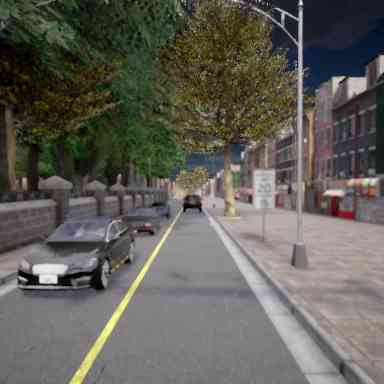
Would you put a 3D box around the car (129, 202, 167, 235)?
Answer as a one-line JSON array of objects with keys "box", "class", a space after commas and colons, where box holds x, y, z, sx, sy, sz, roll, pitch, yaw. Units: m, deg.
[{"box": [-2.826, 1.548, 19.037, 2.033, 1.411, 5.357, 0, 0, 0], "class": "car"}]

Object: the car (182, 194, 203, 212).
[{"box": [0.047, 1.245, 38.408, 2.150, 2.045, 5.566, 0, 0, 0], "class": "car"}]

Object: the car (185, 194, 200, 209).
[{"box": [0.060, 1.266, 48.870, 2.150, 2.045, 5.566, 0, 0, 0], "class": "car"}]

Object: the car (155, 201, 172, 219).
[{"box": [-2.802, 1.536, 29.325, 1.812, 1.442, 4.674, 0, 0, 0], "class": "car"}]

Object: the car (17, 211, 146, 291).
[{"box": [-2.822, 1.489, 9.130, 2.128, 1.511, 4.902, 0, 0, 2], "class": "car"}]
